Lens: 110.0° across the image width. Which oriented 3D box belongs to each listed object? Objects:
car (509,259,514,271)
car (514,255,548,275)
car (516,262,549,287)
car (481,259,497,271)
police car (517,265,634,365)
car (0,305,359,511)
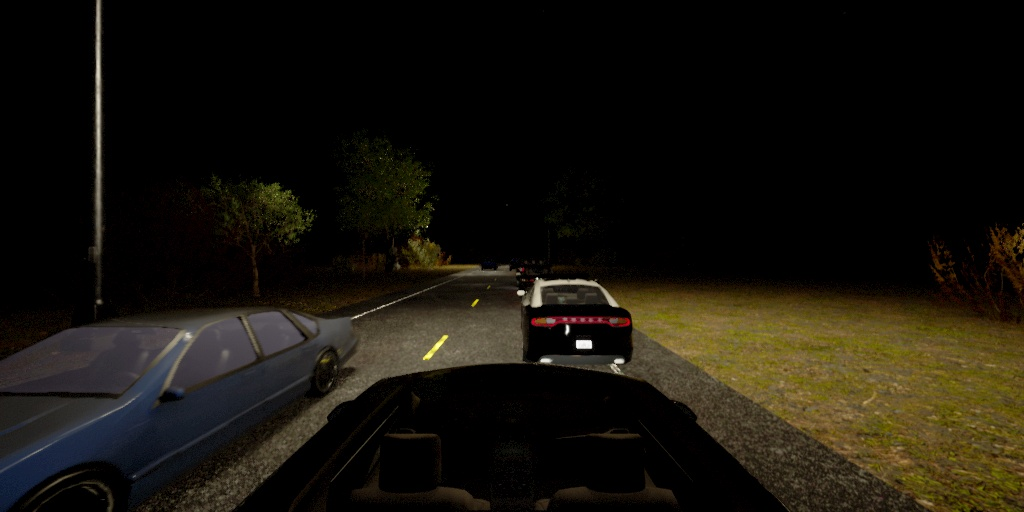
[{"bbox_3d":[0.630,1.216,46.583,1.812,1.442,4.674,0,0,1],"label":"car"},{"bbox_3d":[1.353,0.955,24.081,2.150,2.045,5.566,0,0,1],"label":"car"},{"bbox_3d":[1.278,1.243,18.051,1.837,1.490,4.892,0,0,1],"label":"car"},{"bbox_3d":[-2.993,1.166,47.514,1.882,1.535,5.008,0,0,1],"label":"car"},{"bbox_3d":[1.152,1.171,8.163,1.930,1.638,5.238,0,0,1],"label":"police car"},{"bbox_3d":[-3.554,1.296,3.808,2.033,1.411,5.357,0,0,1],"label":"car"}]
